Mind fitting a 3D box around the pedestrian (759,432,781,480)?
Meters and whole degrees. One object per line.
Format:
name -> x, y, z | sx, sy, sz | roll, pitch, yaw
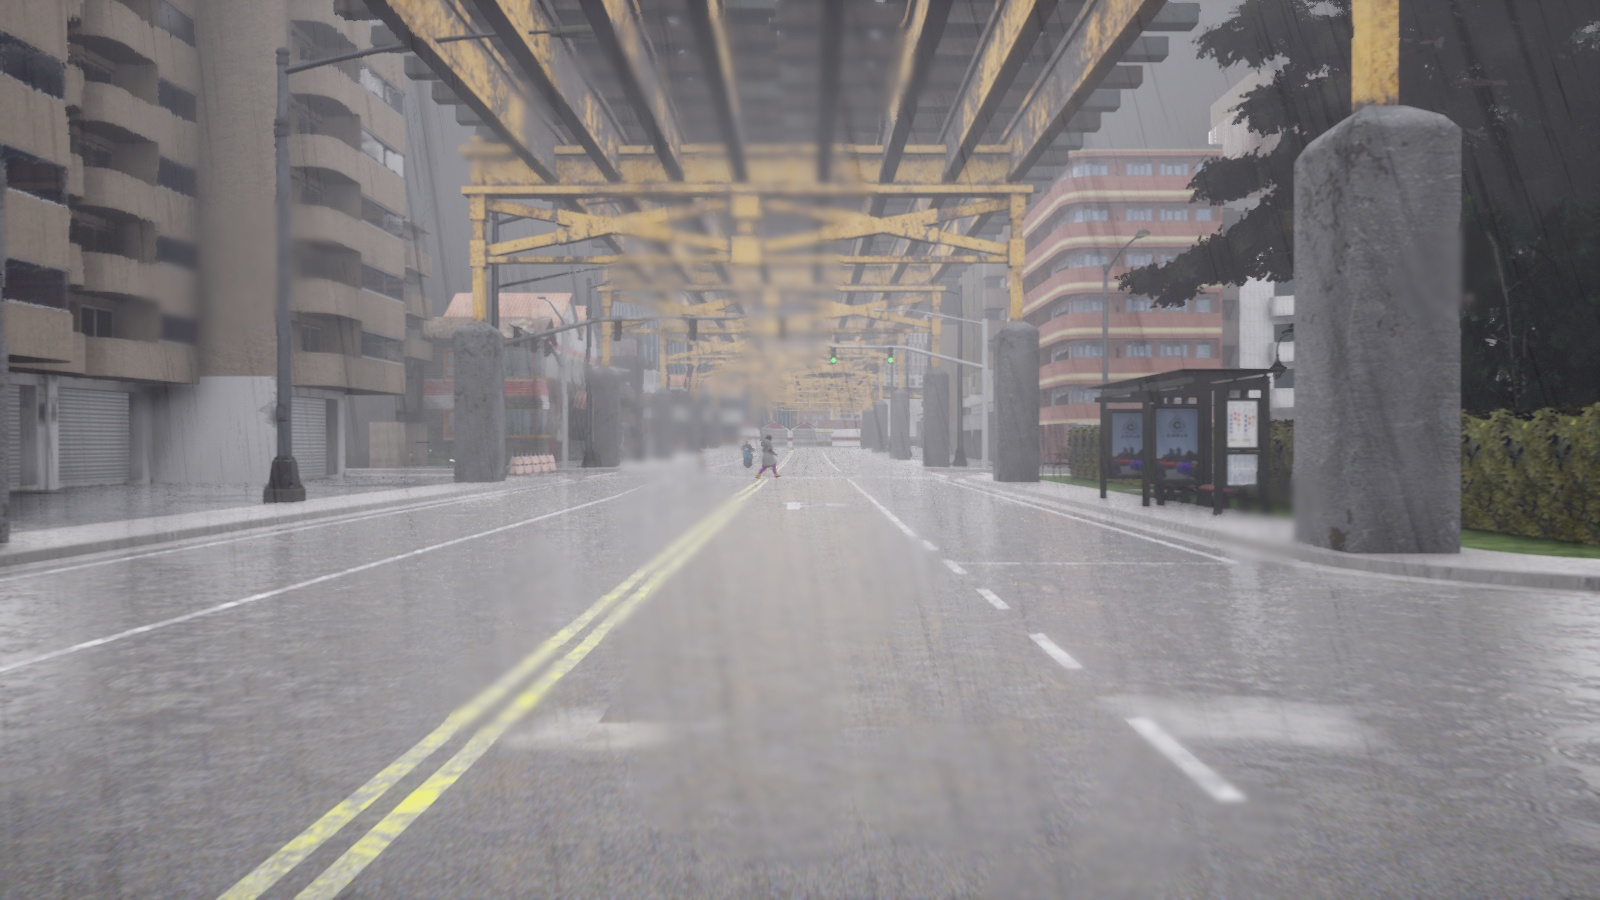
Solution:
pedestrian -> -1.242, 0.250, 51.601 | 0.873, 1.952, 0.659 | 0, 0, 0
